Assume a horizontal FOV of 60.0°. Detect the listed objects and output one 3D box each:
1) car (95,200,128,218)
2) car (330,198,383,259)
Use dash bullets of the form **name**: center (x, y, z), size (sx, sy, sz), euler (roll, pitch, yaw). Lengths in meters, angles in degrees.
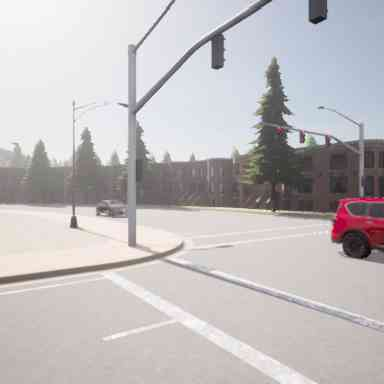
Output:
- **car**: center (-7.223, 1.490, 30.435), size (2.128, 1.511, 4.902), euler (0, 0, -38)
- **car**: center (7.179, 1.231, 10.470), size (2.150, 2.045, 5.566), euler (0, 0, -34)
